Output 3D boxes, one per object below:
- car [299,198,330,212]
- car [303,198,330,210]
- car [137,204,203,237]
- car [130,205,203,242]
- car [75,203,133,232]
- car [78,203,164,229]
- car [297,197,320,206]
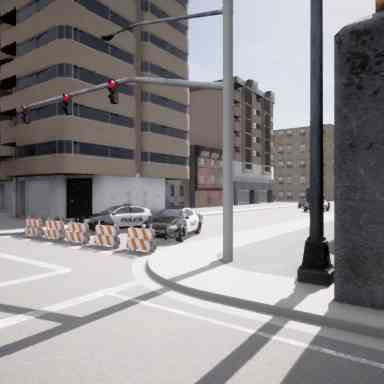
[{"bbox_3d":[14.365,1.453,38.303,2.038,1.542,4.974,0,0,36],"label":"car"},{"bbox_3d":[14.395,1.295,38.345,1.853,1.218,4.536,0,0,36],"label":"car"},{"bbox_3d":[-0.900,1.295,16.580,1.853,1.218,4.536,0,0,16],"label":"car"},{"bbox_3d":[-0.914,1.453,16.530,2.038,1.542,4.974,0,0,16],"label":"car"},{"bbox_3d":[-4.106,1.453,19.216,4.974,1.542,2.038,0,0,-29],"label":"car"},{"bbox_3d":[-4.060,1.295,19.242,4.536,1.218,1.853,0,0,-29],"label":"car"},{"bbox_3d":[16.606,1.295,47.262,1.853,1.218,4.536,0,0,36],"label":"car"}]
